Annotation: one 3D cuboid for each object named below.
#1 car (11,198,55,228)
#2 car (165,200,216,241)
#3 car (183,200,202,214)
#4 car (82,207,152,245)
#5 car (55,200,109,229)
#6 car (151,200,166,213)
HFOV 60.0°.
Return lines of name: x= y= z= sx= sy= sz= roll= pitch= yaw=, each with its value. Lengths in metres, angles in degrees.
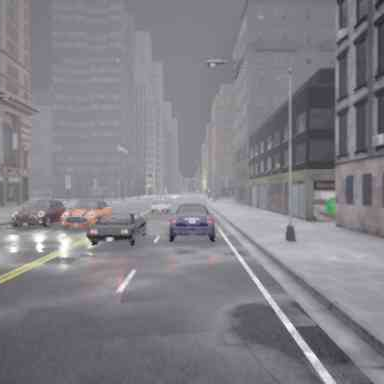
car: x=-9.829 y=1.317 z=21.841 sx=2.097 sy=1.767 sz=4.553 roll=0 pitch=0 yaw=0
car: x=0.022 y=1.313 z=16.690 sx=2.097 sy=1.767 sz=4.553 roll=0 pitch=0 yaw=0
car: x=0.044 y=1.518 z=34.978 sx=1.895 sy=1.301 sz=4.718 roll=0 pitch=0 yaw=0
car: x=-3.213 y=1.570 z=15.259 sx=1.895 sy=1.301 sz=4.718 roll=0 pitch=0 yaw=0
car: x=-6.585 y=1.310 z=21.179 sx=2.097 sy=1.767 sz=4.553 roll=0 pitch=0 yaw=0
car: x=-3.206 y=1.522 z=35.251 sx=1.895 sy=1.301 sz=4.718 roll=0 pitch=0 yaw=0
